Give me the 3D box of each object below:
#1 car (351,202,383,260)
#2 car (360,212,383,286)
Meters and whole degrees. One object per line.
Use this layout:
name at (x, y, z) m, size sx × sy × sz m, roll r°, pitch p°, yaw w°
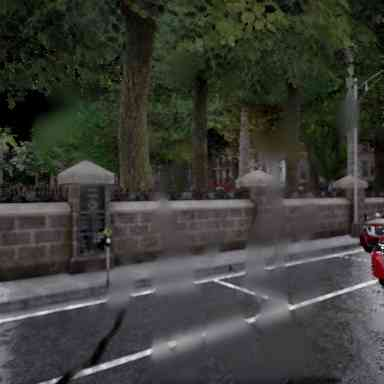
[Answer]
car at (8.392, 1.325, 12.515) m, size 5.009 × 1.841 × 2.192 m, roll 0°, pitch 0°, yaw -35°
car at (6.656, 1.229, 8.114) m, size 5.566 × 2.045 × 2.150 m, roll 0°, pitch 0°, yaw -35°
